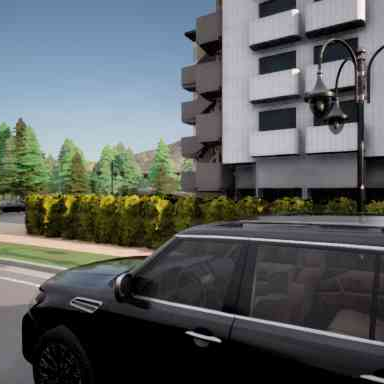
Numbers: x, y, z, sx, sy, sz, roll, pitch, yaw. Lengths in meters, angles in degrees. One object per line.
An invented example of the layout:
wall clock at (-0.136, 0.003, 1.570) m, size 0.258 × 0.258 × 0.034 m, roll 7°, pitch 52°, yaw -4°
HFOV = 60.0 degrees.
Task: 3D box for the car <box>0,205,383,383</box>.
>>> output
car at (0.743, 1.221, 3.139) m, size 5.566 × 2.045 × 2.150 m, roll 0°, pitch 0°, yaw 34°

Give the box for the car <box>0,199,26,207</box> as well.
car at (-18.192, 1.491, 33.490) m, size 2.128 × 1.511 × 4.902 m, roll 0°, pitch 0°, yaw 33°
